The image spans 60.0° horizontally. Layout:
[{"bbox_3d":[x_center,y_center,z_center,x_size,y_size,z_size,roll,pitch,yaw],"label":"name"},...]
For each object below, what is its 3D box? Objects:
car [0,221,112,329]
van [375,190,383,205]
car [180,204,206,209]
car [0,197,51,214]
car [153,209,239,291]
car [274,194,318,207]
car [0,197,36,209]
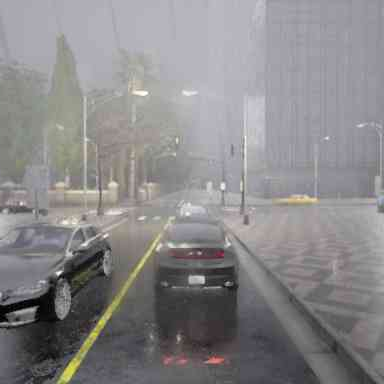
[{"bbox_3d":[-3.076,1.424,7.136,2.128,1.511,4.902,0,0,0],"label":"car"},{"bbox_3d":[23.296,0.643,38.108,3.998,1.788,1.690,-1,2,0],"label":"van"},{"bbox_3d":[0.072,1.361,18.495,2.033,1.411,5.357,0,1,1],"label":"car"},{"bbox_3d":[-14.964,1.325,29.780,4.403,1.369,2.008,0,1,0],"label":"car"},{"bbox_3d":[0.090,1.419,8.766,1.837,1.490,4.892,0,0,0],"label":"car"},{"bbox_3d":[11.888,0.949,38.171,4.829,1.417,1.752,-1,2,0],"label":"car"},{"bbox_3d":[-20.459,1.245,38.332,4.206,1.307,1.802,0,1,0],"label":"car"}]
